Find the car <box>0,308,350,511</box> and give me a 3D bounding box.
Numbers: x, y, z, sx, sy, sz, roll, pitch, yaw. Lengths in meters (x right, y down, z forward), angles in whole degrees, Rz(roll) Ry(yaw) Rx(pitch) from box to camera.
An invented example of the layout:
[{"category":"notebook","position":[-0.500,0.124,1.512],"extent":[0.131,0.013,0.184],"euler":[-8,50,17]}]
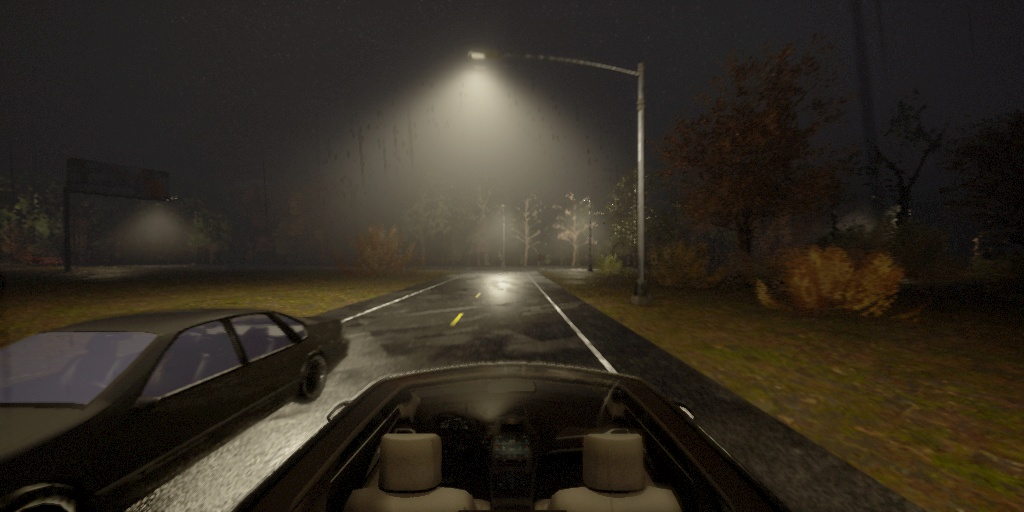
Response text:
[{"category":"car","position":[-3.601,1.301,3.623],"extent":[2.033,1.411,5.357],"euler":[0,0,0]}]
